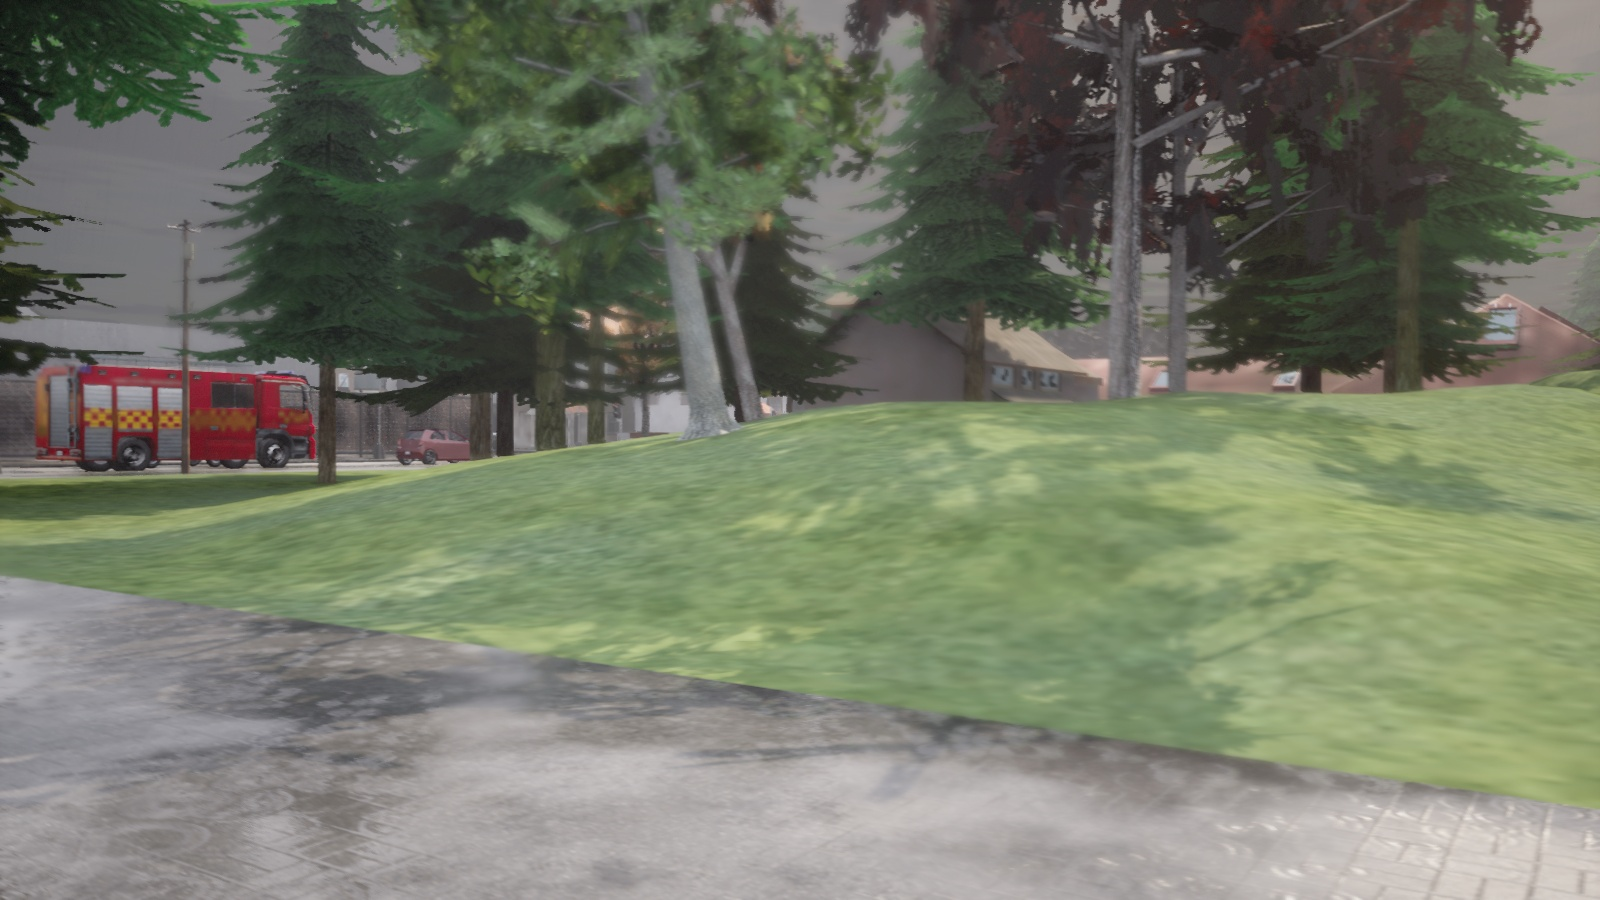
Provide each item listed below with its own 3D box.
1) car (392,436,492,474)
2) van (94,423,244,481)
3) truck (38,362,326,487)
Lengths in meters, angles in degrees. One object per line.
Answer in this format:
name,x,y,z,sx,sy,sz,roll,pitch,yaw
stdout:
car,-14.771,0.172,51.997,1.845,1.501,3.633,0,1,33
van,-23.268,0.034,46.453,2.069,2.038,4.480,0,1,34
truck,-20.810,-0.831,42.919,2.891,3.827,8.468,0,1,34
